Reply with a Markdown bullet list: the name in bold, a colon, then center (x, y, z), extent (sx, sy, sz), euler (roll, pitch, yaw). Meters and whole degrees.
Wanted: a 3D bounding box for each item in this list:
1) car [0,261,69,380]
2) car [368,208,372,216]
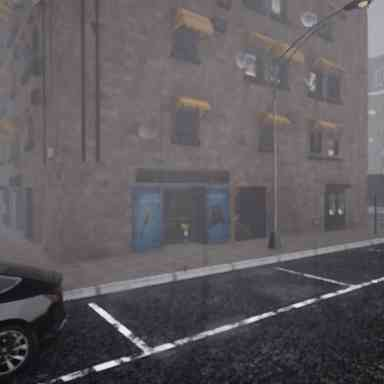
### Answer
- **car**: center (-3.726, 1.566, 3.907), extent (4.313, 1.339, 1.947), euler (0, 0, -36)
- **car**: center (14.127, 1.534, 30.887), extent (1.812, 1.442, 4.674), euler (0, 0, -34)
